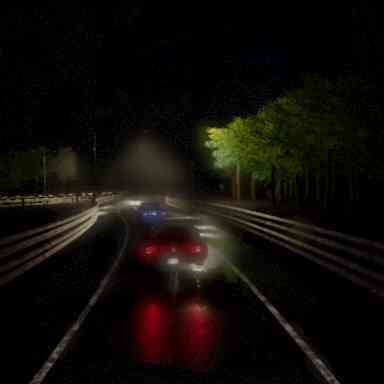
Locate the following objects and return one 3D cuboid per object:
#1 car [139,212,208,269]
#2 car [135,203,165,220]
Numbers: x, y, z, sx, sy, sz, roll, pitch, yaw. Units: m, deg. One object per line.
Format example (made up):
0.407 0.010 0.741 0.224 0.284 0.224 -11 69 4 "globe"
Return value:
-0.732 1.570 11.116 1.895 1.301 4.718 0 0 -6 "car"
-3.063 1.473 24.298 2.033 1.411 5.357 0 0 -14 "car"
